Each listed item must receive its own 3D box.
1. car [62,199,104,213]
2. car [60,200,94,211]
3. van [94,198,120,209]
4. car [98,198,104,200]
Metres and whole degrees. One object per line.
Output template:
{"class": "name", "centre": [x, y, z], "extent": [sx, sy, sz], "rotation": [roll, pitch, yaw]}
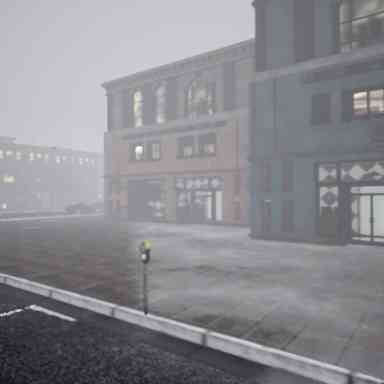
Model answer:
{"class": "car", "centre": [-13.574, 1.967, 41.399], "extent": [1.887, 1.381, 4.507], "rotation": [-1, -1, 35]}
{"class": "car", "centre": [-17.390, 2.043, 50.630], "extent": [1.752, 1.417, 4.829], "rotation": [-1, -1, 35]}
{"class": "van", "centre": [-14.114, 1.887, 55.290], "extent": [1.690, 1.788, 3.998], "rotation": [-1, -1, 35]}
{"class": "car", "centre": [-14.178, 2.012, 50.669], "extent": [1.837, 1.490, 4.892], "rotation": [-1, -1, 35]}
